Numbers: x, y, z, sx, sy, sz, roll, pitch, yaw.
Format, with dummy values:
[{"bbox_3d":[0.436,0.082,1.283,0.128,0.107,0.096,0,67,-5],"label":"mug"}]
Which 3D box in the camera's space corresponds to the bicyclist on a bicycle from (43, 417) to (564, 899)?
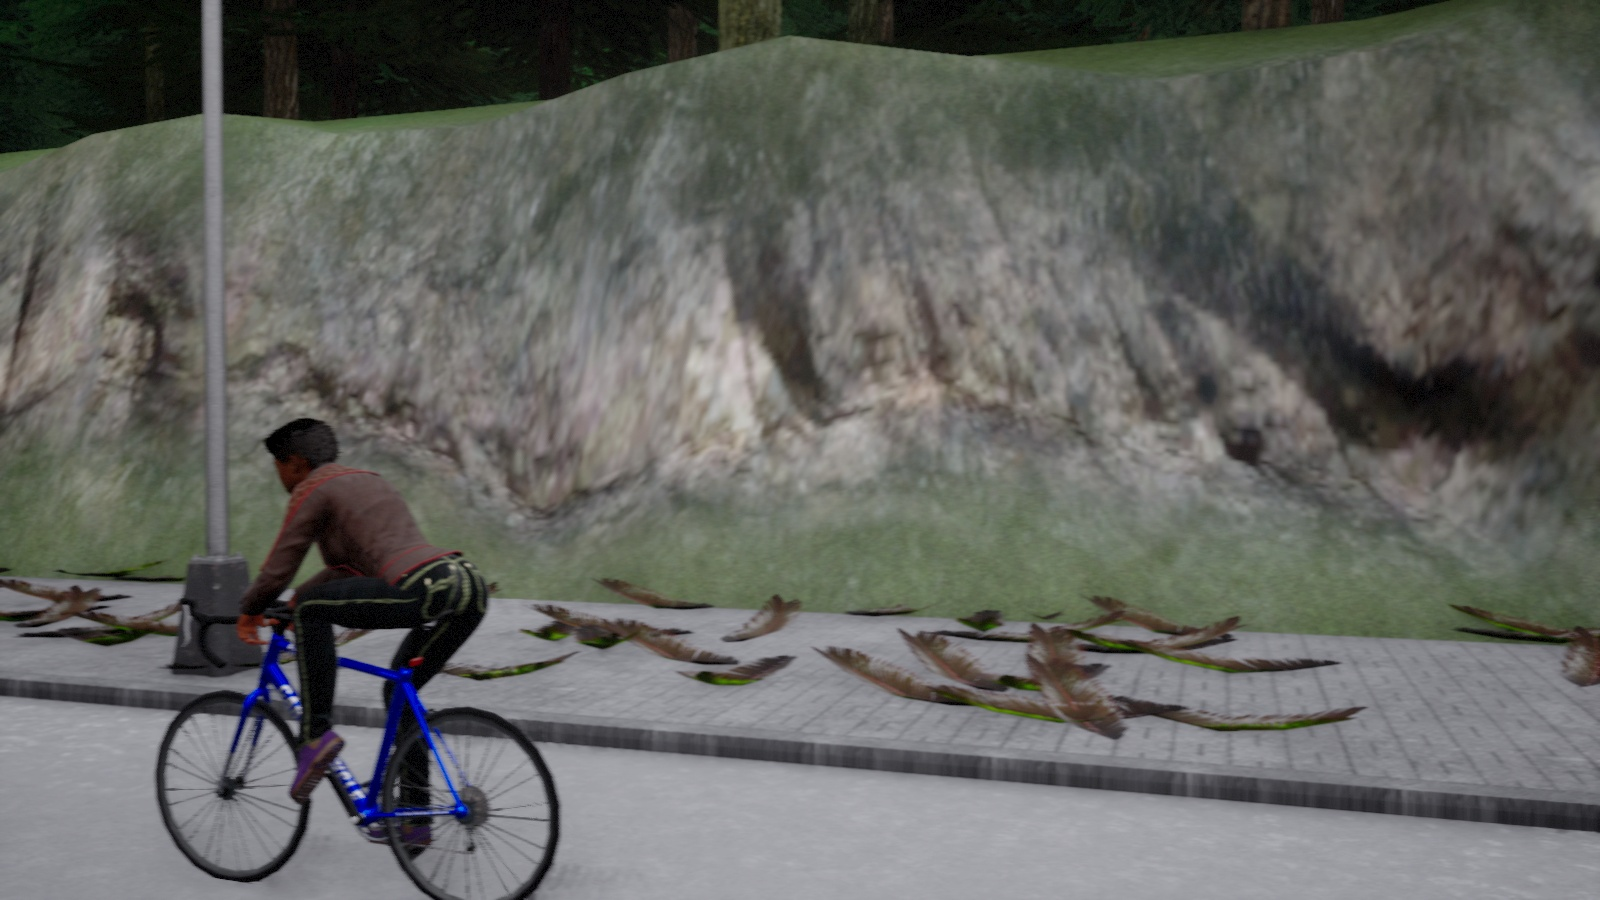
[{"bbox_3d":[-1.690,0.704,4.289,1.656,1.620,0.582,0,1,19],"label":"bicyclist on a bicycle"}]
